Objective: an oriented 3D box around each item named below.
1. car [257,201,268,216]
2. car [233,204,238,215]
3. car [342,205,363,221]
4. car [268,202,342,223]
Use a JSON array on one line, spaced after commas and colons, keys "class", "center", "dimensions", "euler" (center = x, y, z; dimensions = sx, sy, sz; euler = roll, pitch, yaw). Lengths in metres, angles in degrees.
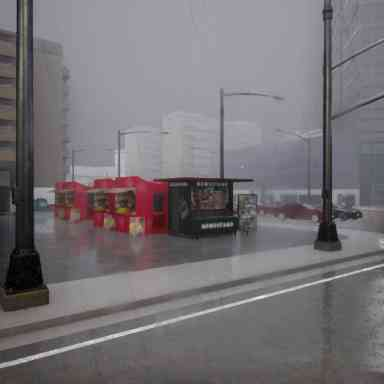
[{"class": "car", "center": [6.940, 1.689, 35.686], "dimensions": [1.882, 1.535, 5.008], "euler": [0, -1, -36]}, {"class": "car", "center": [3.536, 1.750, 34.422], "dimensions": [1.812, 1.442, 4.674], "euler": [0, -1, -36]}, {"class": "car", "center": [12.214, 1.672, 28.408], "dimensions": [1.994, 1.385, 4.181], "euler": [0, -1, -35]}, {"class": "car", "center": [8.987, 1.589, 26.864], "dimensions": [1.882, 1.535, 5.008], "euler": [0, -1, -38]}]
